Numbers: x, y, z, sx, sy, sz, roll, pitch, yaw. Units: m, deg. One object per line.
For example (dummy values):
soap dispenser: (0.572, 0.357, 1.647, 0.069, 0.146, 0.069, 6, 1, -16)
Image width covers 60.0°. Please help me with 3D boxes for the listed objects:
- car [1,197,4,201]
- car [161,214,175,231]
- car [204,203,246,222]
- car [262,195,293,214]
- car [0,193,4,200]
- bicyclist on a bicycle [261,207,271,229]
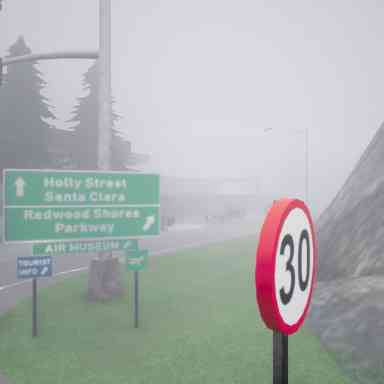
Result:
car: (-12.297, 1.505, 26.109, 1.905, 1.878, 3.866, 0, 0, 35)
car: (-3.176, 1.792, 20.067, 1.895, 1.301, 4.718, 0, 0, 36)
car: (2.871, 1.683, 28.321, 2.128, 1.511, 4.902, 0, 0, 36)
car: (9.973, 1.415, 37.991, 2.150, 2.045, 5.566, 0, 0, 36)
car: (-38.345, 1.489, 70.143, 4.514, 1.523, 2.007, 0, 0, 35)
bicyclist on a bicycle: (4.641, 1.643, 18.728, 1.656, 1.620, 0.582, 0, 0, 36)
